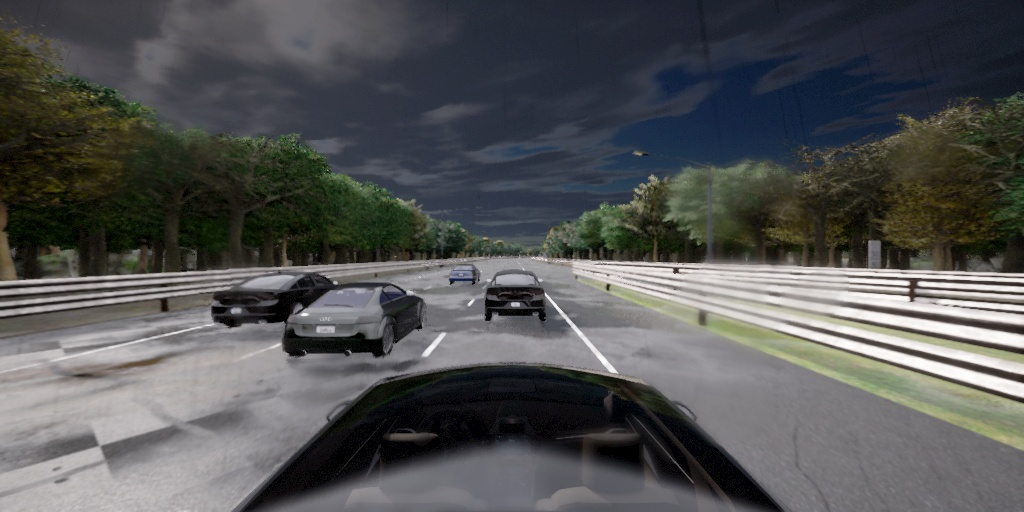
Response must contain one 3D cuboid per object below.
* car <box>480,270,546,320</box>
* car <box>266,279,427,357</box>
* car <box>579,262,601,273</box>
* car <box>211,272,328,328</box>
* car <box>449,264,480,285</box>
[{"bbox_3d":[0.099,1.229,12.679,1.882,1.535,5.008,0,0,0],"label":"car"},{"bbox_3d":[-3.404,1.315,8.563,1.994,1.385,4.181,0,0,0],"label":"car"},{"bbox_3d":[9.515,1.418,42.523,1.895,1.301,4.718,0,0,-11],"label":"car"},{"bbox_3d":[-6.903,1.230,11.464,1.882,1.535,5.008,0,0,0],"label":"car"},{"bbox_3d":[-3.405,1.301,26.456,2.033,1.411,5.357,0,0,0],"label":"car"}]
